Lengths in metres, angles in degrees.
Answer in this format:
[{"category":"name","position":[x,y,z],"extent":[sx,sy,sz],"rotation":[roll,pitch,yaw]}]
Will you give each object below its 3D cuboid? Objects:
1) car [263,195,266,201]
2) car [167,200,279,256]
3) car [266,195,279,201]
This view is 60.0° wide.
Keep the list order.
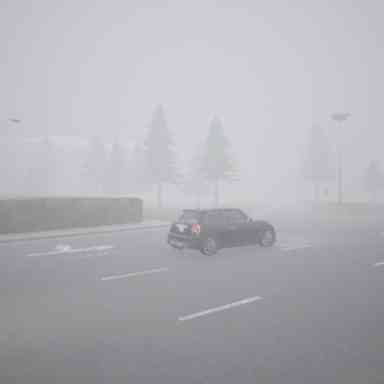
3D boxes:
[{"category":"car","position":[20.209,1.632,89.507],"extent":[1.882,1.535,5.008],"rotation":[0,0,4]},{"category":"car","position":[1.316,1.384,13.456],"extent":[4.553,1.767,2.097],"rotation":[0,0,-37]},{"category":"car","position":[19.547,1.725,79.547],"extent":[1.895,1.301,4.718],"rotation":[0,0,4]}]
